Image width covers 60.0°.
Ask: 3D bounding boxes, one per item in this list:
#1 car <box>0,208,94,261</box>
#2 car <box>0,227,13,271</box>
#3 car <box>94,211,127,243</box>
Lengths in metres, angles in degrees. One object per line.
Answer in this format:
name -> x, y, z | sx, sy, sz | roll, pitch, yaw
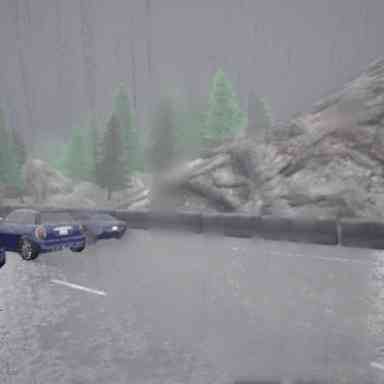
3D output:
car -> -6.152, 1.404, 12.678 | 4.553, 1.767, 2.097 | 0, 0, 35
car -> -7.088, 1.648, 9.049 | 4.718, 1.301, 1.895 | 0, 0, 36
car -> -5.134, 1.622, 16.252 | 4.181, 1.385, 1.994 | 0, 0, 35
